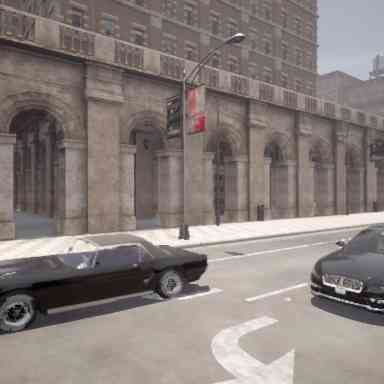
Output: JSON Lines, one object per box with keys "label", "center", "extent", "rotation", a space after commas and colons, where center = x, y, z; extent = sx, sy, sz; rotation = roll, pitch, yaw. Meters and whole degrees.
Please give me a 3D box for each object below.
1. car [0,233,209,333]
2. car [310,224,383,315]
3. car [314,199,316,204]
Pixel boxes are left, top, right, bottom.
{"label": "car", "center": [-2.049, 1.601, 6.916], "extent": [4.718, 1.301, 1.895], "rotation": [0, 0, -35]}
{"label": "car", "center": [4.613, 1.503, 7.399], "extent": [4.892, 1.490, 1.837], "rotation": [-1, 0, -36]}
{"label": "car", "center": [20.450, 1.595, 60.727], "extent": [1.895, 1.301, 4.718], "rotation": [0, 0, -37]}
